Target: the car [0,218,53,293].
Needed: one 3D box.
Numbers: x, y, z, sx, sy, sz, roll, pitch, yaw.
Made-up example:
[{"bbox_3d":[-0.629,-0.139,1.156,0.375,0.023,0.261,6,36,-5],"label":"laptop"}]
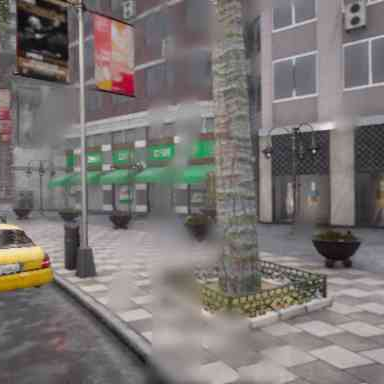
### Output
[{"bbox_3d":[-5.099,1.439,8.302,1.801,1.575,5.366,-1,1,-40],"label":"car"}]
